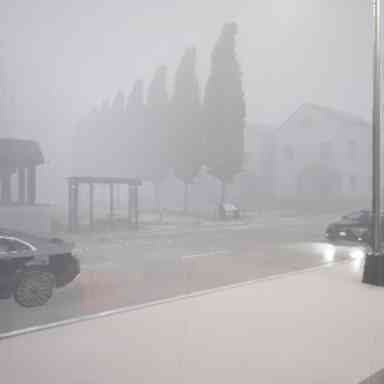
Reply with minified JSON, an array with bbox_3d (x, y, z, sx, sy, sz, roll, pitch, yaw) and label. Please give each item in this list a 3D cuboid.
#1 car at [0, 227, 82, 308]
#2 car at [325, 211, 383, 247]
[{"bbox_3d":[-4.669,1.475,6.332,4.902,1.511,2.128,0,0,-34],"label":"car"},{"bbox_3d":[7.888,1.548,14.953,4.181,1.385,1.994,0,0,-35],"label":"car"}]
